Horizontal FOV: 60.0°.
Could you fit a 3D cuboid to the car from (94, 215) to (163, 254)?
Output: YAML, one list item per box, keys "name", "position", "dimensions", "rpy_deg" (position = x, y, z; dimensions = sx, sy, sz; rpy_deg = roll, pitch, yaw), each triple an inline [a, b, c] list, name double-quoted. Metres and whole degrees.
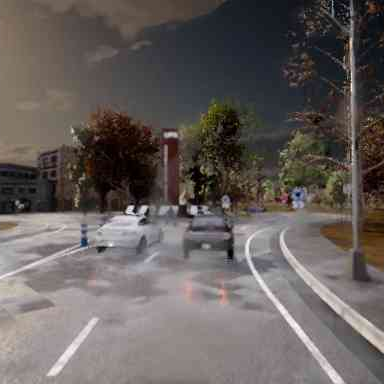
- name: "car"
  position: [-2.601, 1.707, 14.375]
  dimensions: [1.812, 1.442, 4.674]
  rpy_deg: [0, -1, 9]

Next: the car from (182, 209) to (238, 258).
- name: "car"
  position: [0.810, 1.659, 13.544]
  dimensions: [2.128, 1.511, 4.902]
  rpy_deg: [0, -1, 8]

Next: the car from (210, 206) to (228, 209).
- name: "car"
  position: [5.667, 3.705, 71.693]
  dimensions: [4.181, 1.385, 1.994]
  rpy_deg: [-1, -2, 24]

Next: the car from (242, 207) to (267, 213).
- name: "car"
  position: [13.237, 3.618, 70.232]
  dimensions: [5.357, 1.411, 2.033]
  rpy_deg: [-2, -3, 45]
